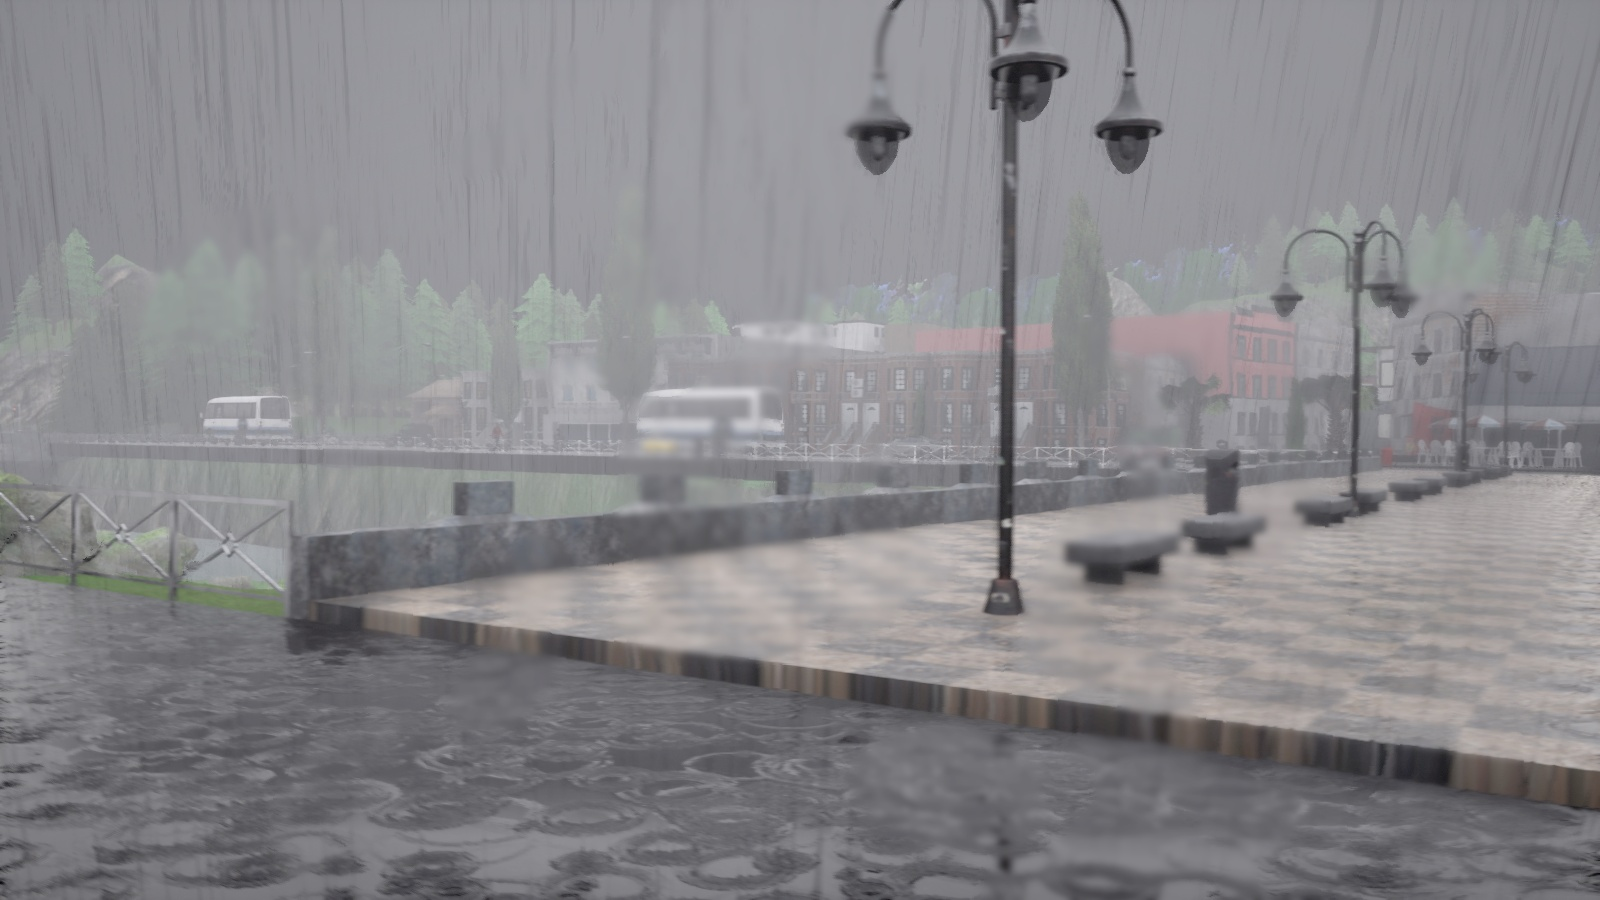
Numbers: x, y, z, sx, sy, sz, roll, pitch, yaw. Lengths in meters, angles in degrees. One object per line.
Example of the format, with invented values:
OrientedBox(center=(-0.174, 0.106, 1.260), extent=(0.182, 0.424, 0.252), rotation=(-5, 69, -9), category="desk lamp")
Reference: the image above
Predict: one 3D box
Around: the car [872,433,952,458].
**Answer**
OrientedBox(center=(6.580, -0.272, 73.885), extent=(4.181, 1.385, 1.994), rotation=(0, 1, 34), category="car")

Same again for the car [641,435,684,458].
OrientedBox(center=(-8.685, -0.216, 79.220), extent=(2.207, 1.376, 1.481), rotation=(0, 1, 34), category="car")

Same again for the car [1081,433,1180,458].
OrientedBox(center=(17.526, -0.236, 66.617), extent=(4.718, 1.301, 1.895), rotation=(0, 1, 34), category="car")

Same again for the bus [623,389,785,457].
OrientedBox(center=(-6.371, -1.713, 82.455), extent=(10.273, 4.253, 3.944), rotation=(0, 1, 34), category="bus")
